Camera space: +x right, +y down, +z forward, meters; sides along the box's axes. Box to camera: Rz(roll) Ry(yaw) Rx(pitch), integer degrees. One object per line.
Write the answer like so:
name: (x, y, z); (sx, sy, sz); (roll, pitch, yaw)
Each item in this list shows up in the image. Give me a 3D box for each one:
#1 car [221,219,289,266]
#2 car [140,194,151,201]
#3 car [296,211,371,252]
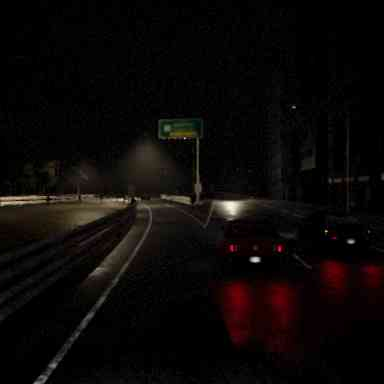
car: (1.936, 1.587, 11.461); (1.895, 1.301, 4.718); (0, 0, 5)
car: (-9.745, 1.097, 69.788); (1.882, 1.535, 5.008); (0, 0, -11)
car: (5.619, 1.497, 13.662); (1.812, 1.442, 4.674); (0, 0, 5)
